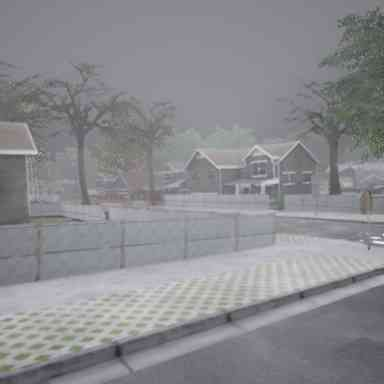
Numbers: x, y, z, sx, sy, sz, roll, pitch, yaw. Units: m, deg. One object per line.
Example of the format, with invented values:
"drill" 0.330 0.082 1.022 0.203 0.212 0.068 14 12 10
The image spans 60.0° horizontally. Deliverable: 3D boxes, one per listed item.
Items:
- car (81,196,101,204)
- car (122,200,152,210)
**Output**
"car" -15.052 1.296 49.416 2.097 1.767 4.553 -4 2 -35
"car" -6.115 1.687 36.577 1.837 1.490 4.892 -4 2 -35
